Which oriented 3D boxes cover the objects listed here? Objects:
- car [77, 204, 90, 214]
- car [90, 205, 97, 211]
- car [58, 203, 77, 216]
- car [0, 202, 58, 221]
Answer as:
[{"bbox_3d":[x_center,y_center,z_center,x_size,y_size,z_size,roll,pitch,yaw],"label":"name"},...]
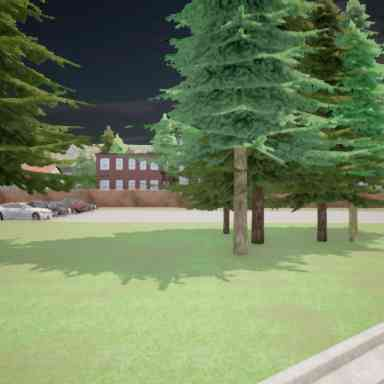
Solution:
[{"bbox_3d":[-13.300,1.651,33.686,4.718,1.301,1.895,0,0,2],"label":"car"},{"bbox_3d":[-13.180,1.517,37.184,4.902,1.511,2.128,0,0,2],"label":"car"},{"bbox_3d":[-13.479,1.517,30.191,4.902,1.511,2.128,0,0,2],"label":"car"},{"bbox_3d":[-13.629,1.556,26.694,4.674,1.442,1.812,0,0,2],"label":"car"}]
